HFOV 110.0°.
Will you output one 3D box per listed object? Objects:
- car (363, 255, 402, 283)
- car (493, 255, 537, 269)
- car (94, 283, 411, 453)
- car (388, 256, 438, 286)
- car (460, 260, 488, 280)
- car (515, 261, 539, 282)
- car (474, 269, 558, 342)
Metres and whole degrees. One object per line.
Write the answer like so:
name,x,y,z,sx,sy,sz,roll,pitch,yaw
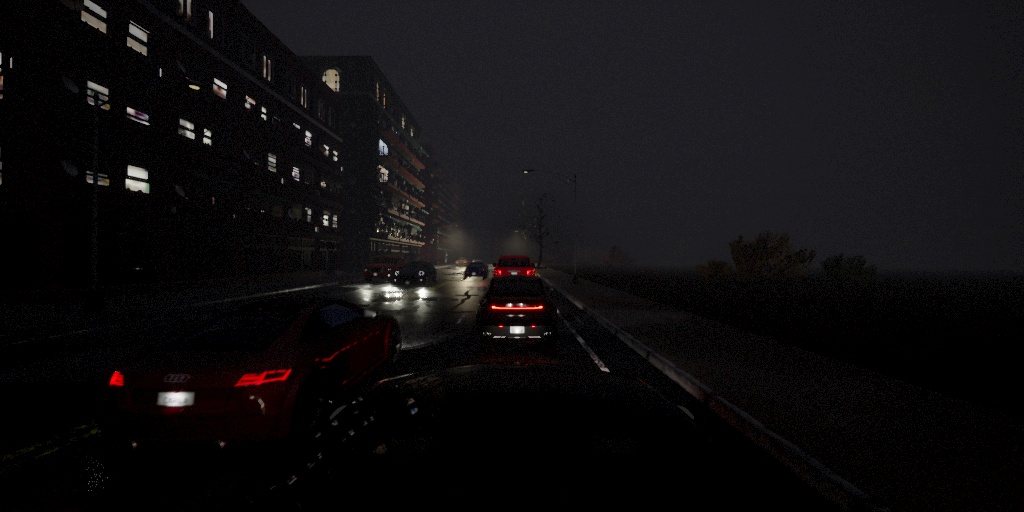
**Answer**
car,-9.832,0.975,28.568,2.150,2.045,5.566,0,0,0
car,0.112,0.975,20.074,2.150,2.045,5.566,0,0,0
car,-3.147,1.314,5.367,1.994,1.385,4.181,0,0,0
car,-6.585,1.105,24.824,2.097,1.767,4.553,0,0,0
car,-3.128,1.280,31.803,1.812,1.442,4.674,0,0,0
car,1.157,1.209,30.482,1.801,1.575,5.366,0,0,0
car,0.107,1.256,9.727,1.837,1.490,4.892,0,0,0
